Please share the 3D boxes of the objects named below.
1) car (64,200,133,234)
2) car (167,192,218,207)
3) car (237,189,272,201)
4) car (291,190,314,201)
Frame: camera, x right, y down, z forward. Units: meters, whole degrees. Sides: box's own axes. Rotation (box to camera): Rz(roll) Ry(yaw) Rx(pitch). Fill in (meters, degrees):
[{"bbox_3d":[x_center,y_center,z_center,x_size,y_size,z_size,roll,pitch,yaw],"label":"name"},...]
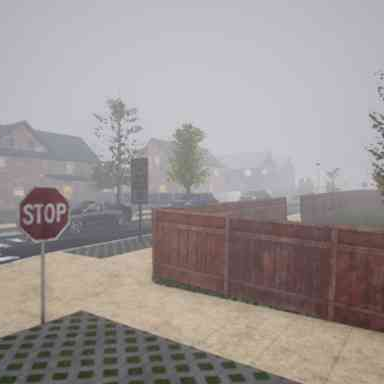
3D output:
[{"bbox_3d":[-5.235,1.191,17.156,2.128,1.511,4.902,-1,1,36],"label":"car"},{"bbox_3d":[0.108,0.833,24.579,2.097,1.767,4.553,-1,1,36],"label":"car"},{"bbox_3d":[6.227,0.582,33.067,2.097,1.767,4.553,-1,1,36],"label":"car"},{"bbox_3d":[15.182,0.418,45.360,2.033,1.411,5.357,-1,1,36],"label":"car"}]
